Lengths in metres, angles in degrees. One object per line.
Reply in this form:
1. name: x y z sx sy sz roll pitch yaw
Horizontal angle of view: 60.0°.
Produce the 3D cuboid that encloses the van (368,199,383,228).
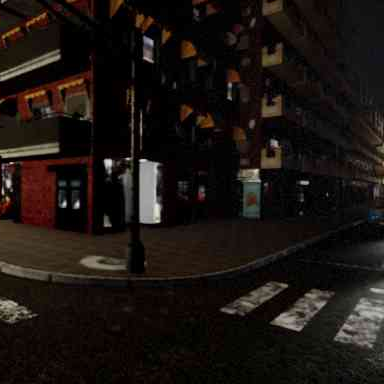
1. van: 12.426 1.332 21.299 1.690 1.788 3.998 1 0 36
